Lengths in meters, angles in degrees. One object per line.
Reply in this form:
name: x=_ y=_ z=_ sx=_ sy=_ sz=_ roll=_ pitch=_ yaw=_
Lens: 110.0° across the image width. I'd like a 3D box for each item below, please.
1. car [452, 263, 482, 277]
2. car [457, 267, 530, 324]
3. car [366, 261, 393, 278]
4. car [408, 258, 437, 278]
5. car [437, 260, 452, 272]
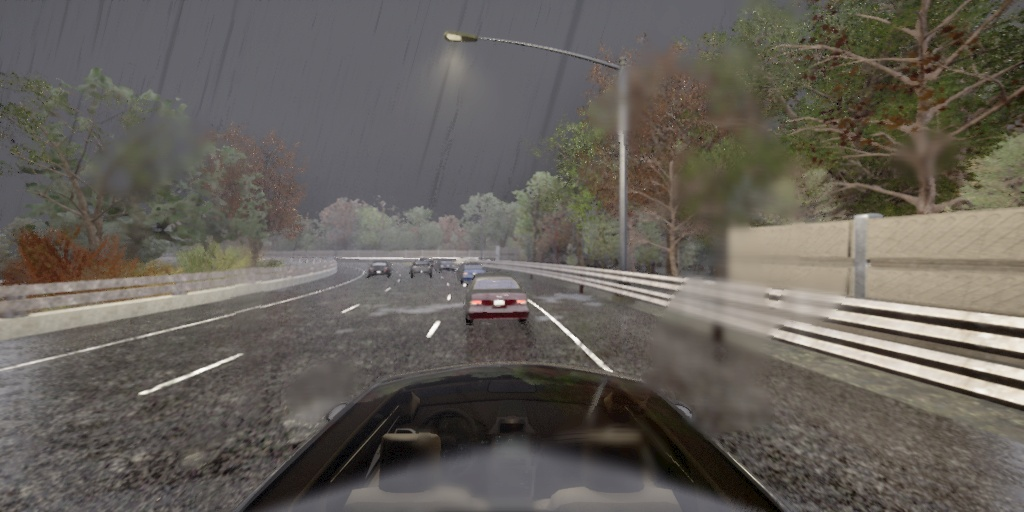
car: x=-3.007 y=1.207 z=26.188 sx=2.033 sy=1.411 sz=5.357 roll=0 pitch=0 yaw=-13
car: x=-0.637 y=1.260 z=11.885 sx=2.033 sy=1.411 sz=5.357 roll=0 pitch=0 yaw=-7
car: x=-11.875 y=1.168 z=32.306 sx=1.812 sy=1.442 sz=4.674 roll=0 pitch=0 yaw=-17
car: x=-8.436 y=1.129 z=33.007 sx=2.128 sy=1.511 sz=4.902 roll=0 pitch=0 yaw=-17
car: x=-8.012 y=1.151 z=42.032 sx=2.033 sy=1.411 sz=5.357 roll=0 pitch=0 yaw=-21
